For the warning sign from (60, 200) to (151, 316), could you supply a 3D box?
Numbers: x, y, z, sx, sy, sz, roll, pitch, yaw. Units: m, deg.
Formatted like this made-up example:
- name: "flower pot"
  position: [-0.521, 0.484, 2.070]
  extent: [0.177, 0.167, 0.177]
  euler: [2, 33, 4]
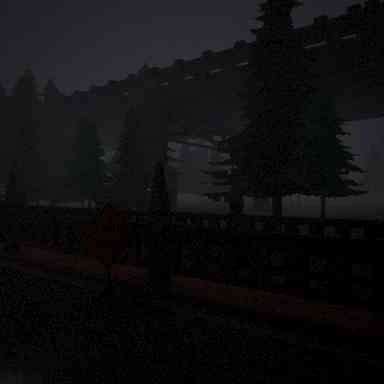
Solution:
- name: "warning sign"
  position: [-1.605, 1.111, 6.302]
  extent: [1.060, 1.860, 1.300]
  euler: [0, 0, 35]
